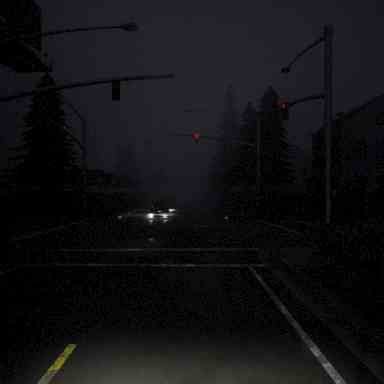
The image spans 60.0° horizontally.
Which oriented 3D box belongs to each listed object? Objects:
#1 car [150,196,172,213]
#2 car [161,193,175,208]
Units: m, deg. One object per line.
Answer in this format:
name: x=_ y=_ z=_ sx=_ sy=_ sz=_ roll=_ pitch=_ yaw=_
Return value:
car: x=-3.600 y=1.505 z=37.429 sx=1.837 sy=1.490 sz=4.892 roll=0 pitch=0 yaw=0
car: x=-3.589 y=1.221 z=47.894 sx=2.150 sy=2.045 sz=5.566 roll=0 pitch=0 yaw=1
